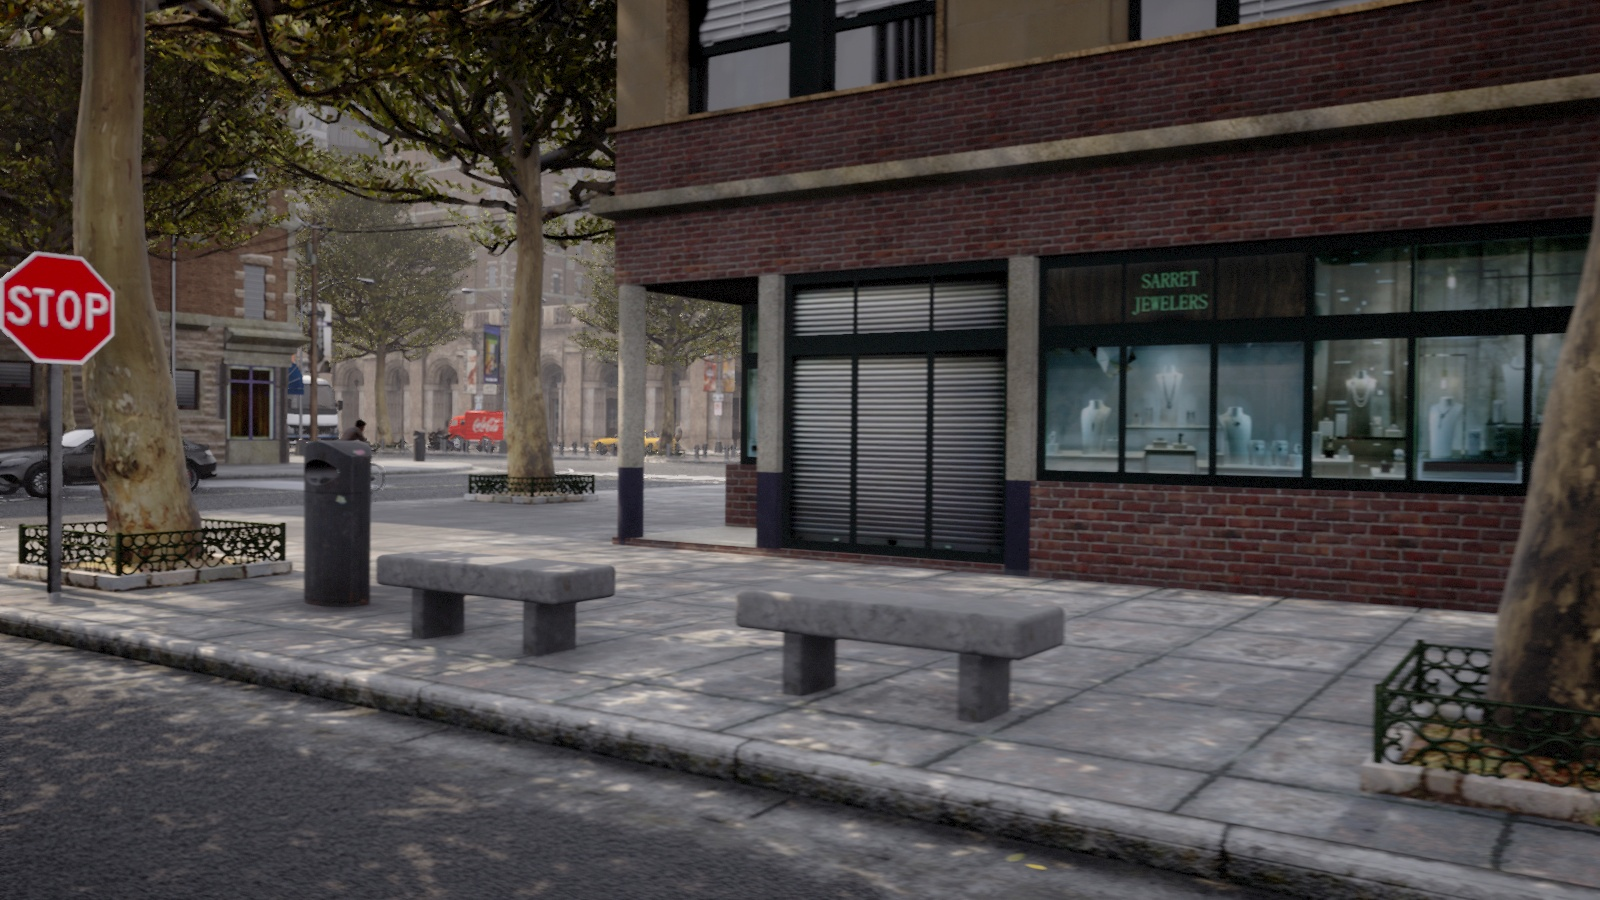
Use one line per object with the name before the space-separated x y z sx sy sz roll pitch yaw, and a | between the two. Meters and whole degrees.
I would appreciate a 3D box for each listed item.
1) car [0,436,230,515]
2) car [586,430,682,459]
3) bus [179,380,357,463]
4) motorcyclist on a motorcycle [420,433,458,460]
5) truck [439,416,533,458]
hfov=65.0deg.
car | -14.584 0.456 26.156 1.812 1.442 4.674 0 1 33
car | -9.136 -0.321 69.085 5.366 1.575 1.801 0 1 34
bus | -29.142 -1.495 68.565 10.273 4.253 3.944 0 1 34
motorcyclist on a motorcycle | -20.895 -0.201 72.707 2.191 1.530 0.866 0 1 33
truck | -18.894 -0.780 75.563 5.204 2.467 2.627 0 1 34
